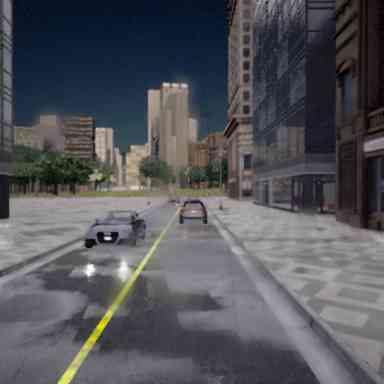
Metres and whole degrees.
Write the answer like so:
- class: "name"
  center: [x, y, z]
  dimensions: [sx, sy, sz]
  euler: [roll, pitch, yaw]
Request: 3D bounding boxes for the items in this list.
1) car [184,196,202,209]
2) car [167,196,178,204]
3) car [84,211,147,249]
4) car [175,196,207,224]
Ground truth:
- class: "car"
  center: [0.091, 1.315, 42.626]
  dimensions: [2.128, 1.511, 4.902]
  euler: [0, 0, 0]
- class: "car"
  center: [-3.059, 1.321, 56.847]
  dimensions: [1.994, 1.385, 4.181]
  euler: [0, 0, 0]
- class: "car"
  center: [-3.102, 1.505, 14.204]
  dimensions: [1.994, 1.385, 4.181]
  euler: [0, 0, 0]
- class: "car"
  center: [0.095, 1.331, 24.155]
  dimensions: [2.033, 1.649, 4.856]
  euler: [0, 1, 0]
